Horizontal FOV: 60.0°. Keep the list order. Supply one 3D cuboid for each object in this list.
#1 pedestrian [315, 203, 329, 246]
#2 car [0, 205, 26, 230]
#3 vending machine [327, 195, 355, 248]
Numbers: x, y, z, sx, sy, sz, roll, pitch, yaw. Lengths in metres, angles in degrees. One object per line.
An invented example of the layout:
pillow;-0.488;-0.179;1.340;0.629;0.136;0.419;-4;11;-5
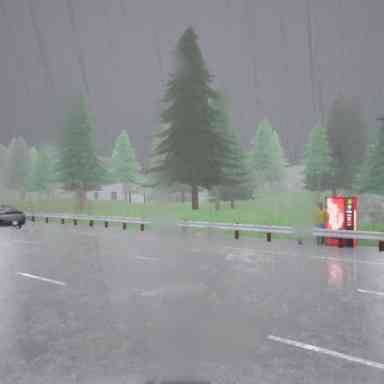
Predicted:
pedestrian;5.396;1.294;13.903;0.375;1.860;0.375;0;0;35
car;-11.945;1.492;19.746;4.902;1.511;2.128;0;0;30
vending machine;6.321;1.195;14.092;0.880;2.100;1.100;0;0;35
